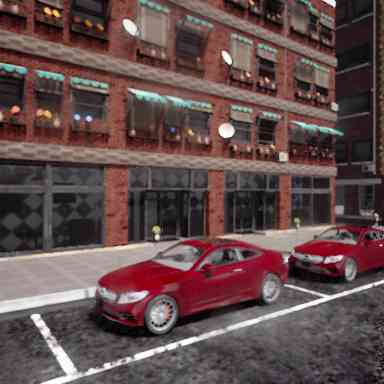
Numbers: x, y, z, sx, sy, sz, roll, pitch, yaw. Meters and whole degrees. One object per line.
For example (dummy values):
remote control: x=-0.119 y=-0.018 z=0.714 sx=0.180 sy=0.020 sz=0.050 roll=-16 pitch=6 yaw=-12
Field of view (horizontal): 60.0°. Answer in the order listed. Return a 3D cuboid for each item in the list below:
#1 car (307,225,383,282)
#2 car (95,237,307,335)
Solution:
car: x=4.703 y=1.670 z=9.924 sx=4.206 sy=1.307 sz=1.802 roll=1 pitch=-1 yaw=-36
car: x=0.204 y=1.619 z=6.714 sx=4.206 sy=1.307 sz=1.802 roll=1 pitch=-1 yaw=-36
